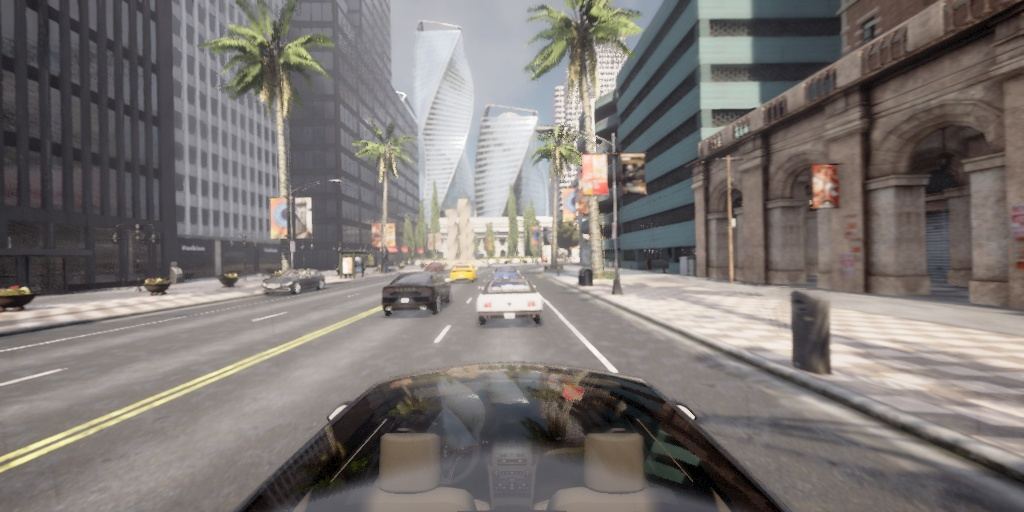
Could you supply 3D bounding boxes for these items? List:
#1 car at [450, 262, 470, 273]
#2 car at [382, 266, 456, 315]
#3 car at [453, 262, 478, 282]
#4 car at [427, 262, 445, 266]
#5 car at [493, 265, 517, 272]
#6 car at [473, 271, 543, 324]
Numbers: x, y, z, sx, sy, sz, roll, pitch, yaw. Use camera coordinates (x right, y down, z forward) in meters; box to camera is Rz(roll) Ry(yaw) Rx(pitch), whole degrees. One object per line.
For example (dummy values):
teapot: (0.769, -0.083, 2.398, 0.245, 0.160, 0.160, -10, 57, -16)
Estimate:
car: (-7.650, 1.634, 52.769, 1.994, 1.385, 4.181, -1, 0, 4)
car: (-3.636, 1.346, 14.425, 1.882, 1.535, 5.008, -1, 0, -2)
car: (-4.001, 1.401, 30.555, 1.882, 1.535, 5.008, -1, 0, -1)
car: (-11.192, 1.625, 52.268, 1.882, 1.535, 5.008, -1, 0, 4)
car: (-0.415, 1.376, 25.381, 2.033, 1.411, 5.357, -1, 0, -1)
car: (-0.092, 1.383, 12.144, 1.895, 1.301, 4.718, -1, 0, -1)
